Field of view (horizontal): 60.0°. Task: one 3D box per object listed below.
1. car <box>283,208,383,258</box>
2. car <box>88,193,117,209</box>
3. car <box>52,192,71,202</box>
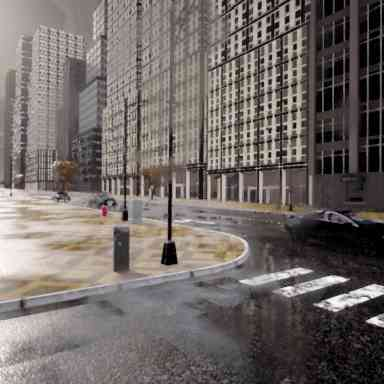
[{"bbox_3d":[5.889,1.447,12.995,2.128,1.511,4.902,1,2,-35],"label":"car"},{"bbox_3d":[-9.503,0.916,35.096,2.128,1.511,4.902,1,0,-35],"label":"car"},{"bbox_3d":[-19.528,0.670,49.654,1.812,1.442,4.674,1,1,-35],"label":"car"}]
